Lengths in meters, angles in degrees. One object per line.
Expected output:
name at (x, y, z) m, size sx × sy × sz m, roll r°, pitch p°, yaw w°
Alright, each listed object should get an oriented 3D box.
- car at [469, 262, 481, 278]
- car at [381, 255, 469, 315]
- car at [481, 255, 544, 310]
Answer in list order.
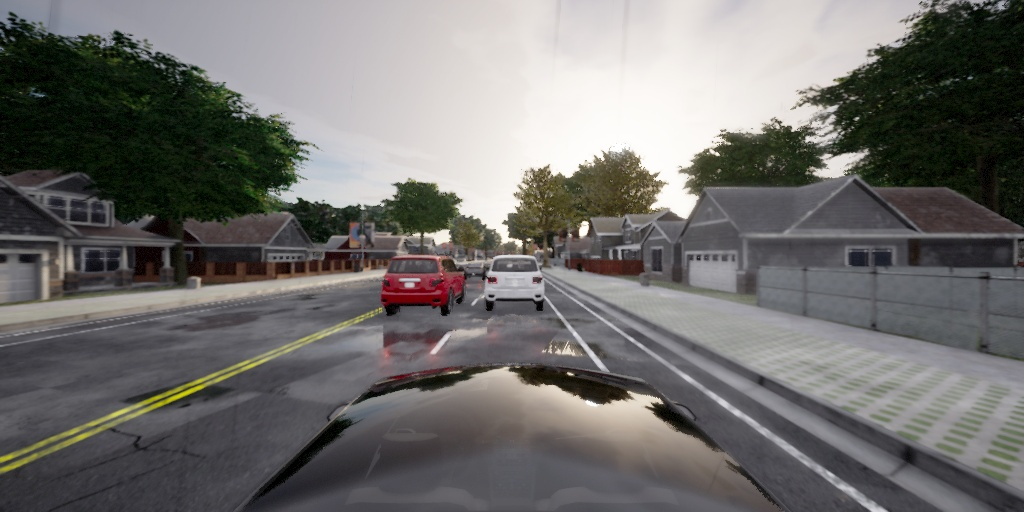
car at (-3.159, 1.299, 32.002) m, size 2.128 × 1.511 × 4.902 m, roll 0°, pitch 0°, yaw 0°
car at (-3.153, 0.991, 13.726) m, size 2.150 × 2.045 × 5.566 m, roll 0°, pitch 0°, yaw 0°
car at (0.097, 0.993, 14.910) m, size 2.150 × 2.045 × 5.566 m, roll 0°, pitch 0°, yaw 0°
